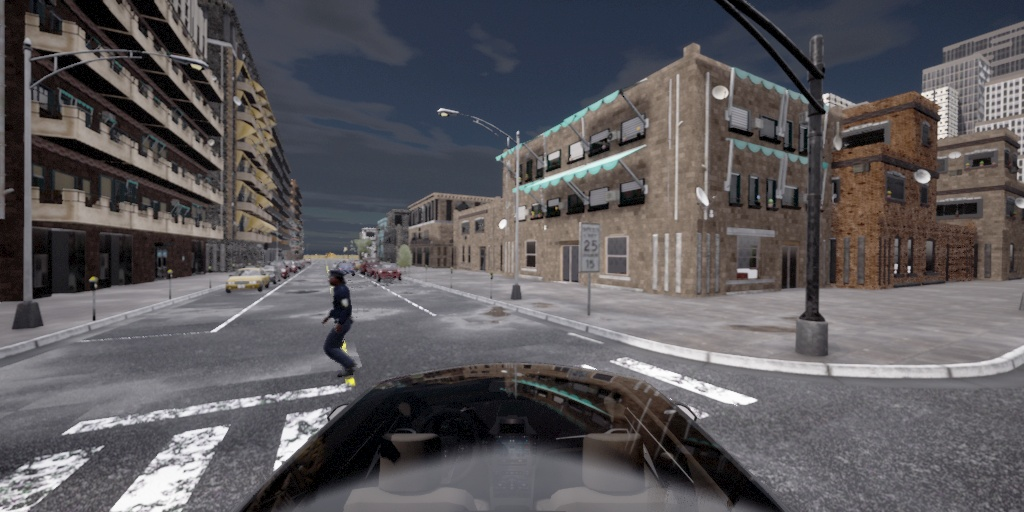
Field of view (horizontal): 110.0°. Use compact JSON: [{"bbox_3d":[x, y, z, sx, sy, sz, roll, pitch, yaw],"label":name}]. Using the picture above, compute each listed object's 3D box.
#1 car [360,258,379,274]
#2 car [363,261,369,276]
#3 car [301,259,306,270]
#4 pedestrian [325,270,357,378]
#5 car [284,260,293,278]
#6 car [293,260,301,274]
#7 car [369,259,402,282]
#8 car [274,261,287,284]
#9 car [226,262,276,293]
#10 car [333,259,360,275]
[{"bbox_3d":[-15.812,1.128,40.160,2.192,1.841,5.009,0,0,-28],"label":"car"},{"bbox_3d":[-13.187,1.394,35.126,1.802,1.307,4.207,0,0,-28],"label":"car"},{"bbox_3d":[-31.131,1.341,51.411,1.948,1.339,4.313,0,0,-28],"label":"car"},{"bbox_3d":[-2.826,1.084,5.925,0.375,1.860,0.375,0,1,-28],"label":"pedestrian"},{"bbox_3d":[-20.617,1.210,31.282,1.967,1.591,4.097,0,0,-28],"label":"car"},{"bbox_3d":[-25.886,1.212,41.341,1.967,1.591,4.097,0,0,-28],"label":"car"},{"bbox_3d":[-10.544,1.251,30.103,1.967,1.591,4.097,0,0,-28],"label":"car"},{"bbox_3d":[-18.024,1.320,26.232,2.007,1.370,4.403,0,0,-28],"label":"car"},{"bbox_3d":[-15.368,1.294,21.022,1.751,1.417,4.829,0,0,-28],"label":"car"},{"bbox_3d":[-17.995,1.348,38.661,2.033,1.411,5.357,0,0,-27],"label":"car"}]
